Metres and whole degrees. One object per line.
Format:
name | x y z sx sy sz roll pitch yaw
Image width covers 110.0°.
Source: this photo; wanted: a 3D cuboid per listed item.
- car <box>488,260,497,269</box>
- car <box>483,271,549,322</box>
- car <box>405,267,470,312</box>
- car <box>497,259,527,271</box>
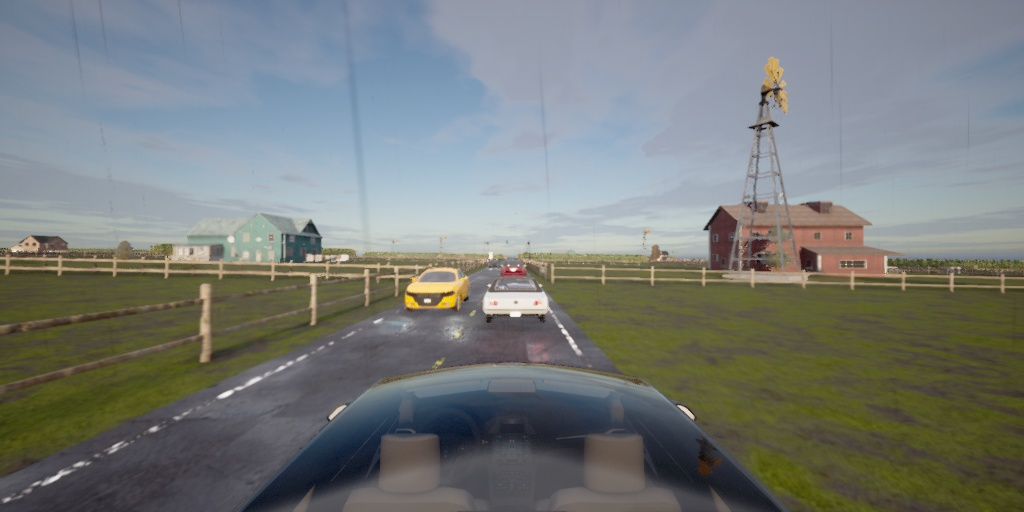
car | -2.758 1.345 57.864 1.994 1.385 4.181 0 0 0
car | 0.101 1.354 12.321 1.895 1.301 4.718 0 0 0
car | -2.840 1.231 14.556 1.882 1.535 5.008 0 0 0
car | 0.120 1.114 29.762 2.097 1.767 4.553 0 0 0
